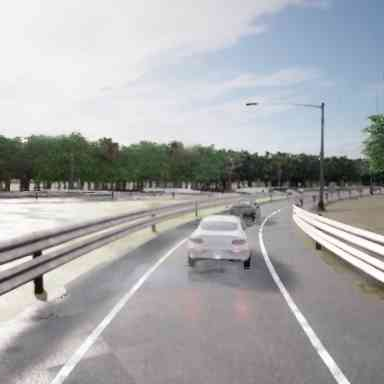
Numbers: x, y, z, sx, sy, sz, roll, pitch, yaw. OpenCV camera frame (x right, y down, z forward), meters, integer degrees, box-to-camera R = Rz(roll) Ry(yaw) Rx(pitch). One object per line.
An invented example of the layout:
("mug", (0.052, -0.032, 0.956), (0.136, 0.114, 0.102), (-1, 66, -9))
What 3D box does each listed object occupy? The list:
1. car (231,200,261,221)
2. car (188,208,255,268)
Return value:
("car", (4.185, 1.353, 25.732), (2.128, 1.511, 4.902), (1, 1, 17))
("car", (0.996, 1.465, 11.067), (1.812, 1.442, 4.674), (0, 0, 8))
